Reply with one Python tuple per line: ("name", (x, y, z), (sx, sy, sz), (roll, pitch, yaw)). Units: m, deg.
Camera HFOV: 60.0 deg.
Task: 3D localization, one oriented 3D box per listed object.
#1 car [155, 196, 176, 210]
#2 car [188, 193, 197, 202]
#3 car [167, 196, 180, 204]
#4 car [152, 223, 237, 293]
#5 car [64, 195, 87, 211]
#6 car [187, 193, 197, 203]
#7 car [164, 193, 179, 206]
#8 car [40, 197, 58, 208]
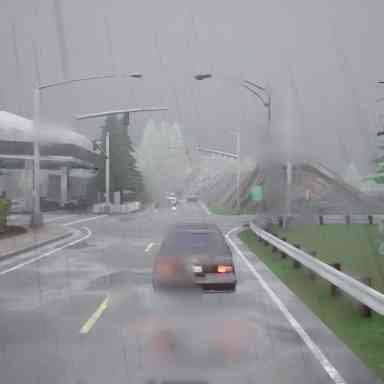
("car", (-3.567, 1.547, 42.267), (2.033, 1.411, 5.357), (0, 0, 0))
("car", (0.046, 1.225, 81.130), (2.150, 2.045, 5.566), (0, 0, -2))
("car", (-3.506, 1.547, 63.912), (2.033, 1.411, 5.357), (0, 0, 1))
("car", (0.075, 1.547, 8.975), (2.033, 1.411, 5.357), (0, 0, 1))
("car", (-14.500, 1.313, 41.591), (1.905, 1.878, 3.866), (0, 0, -1))
("car", (0.126, 1.478, 70.920), (1.882, 1.535, 5.008), (0, 0, 0))
("car", (-3.553, 1.221, 52.874), (2.150, 2.045, 5.566), (0, 0, 0))
("car", (-20.204, 1.480, 45.872), (2.242, 1.667, 4.611), (0, 0, -1))
